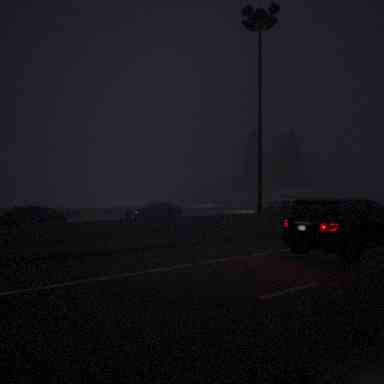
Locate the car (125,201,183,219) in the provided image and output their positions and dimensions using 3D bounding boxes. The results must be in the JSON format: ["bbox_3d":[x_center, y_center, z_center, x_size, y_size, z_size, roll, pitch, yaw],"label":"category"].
[{"bbox_3d":[-3.094,1.489,27.571,5.008,1.535,1.882,0,0,-35],"label":"car"}]

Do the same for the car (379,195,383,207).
[{"bbox_3d":[31.246,1.416,51.495,4.553,1.767,2.097,0,0,-31],"label":"car"}]

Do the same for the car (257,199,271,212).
[{"bbox_3d":[7.157,1.511,26.270,4.902,1.511,2.128,0,0,-35],"label":"car"}]

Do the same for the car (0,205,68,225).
[{"bbox_3d":[-9.564,1.506,18.657,4.892,1.490,1.837,0,0,-35],"label":"car"}]

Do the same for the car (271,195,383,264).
[{"bbox_3d":[5.657,1.231,12.076,5.566,2.045,2.150,0,0,-35],"label":"car"}]

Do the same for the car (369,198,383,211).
[{"bbox_3d":[25.335,1.547,43.479,4.892,1.490,1.837,0,0,-35],"label":"car"}]
